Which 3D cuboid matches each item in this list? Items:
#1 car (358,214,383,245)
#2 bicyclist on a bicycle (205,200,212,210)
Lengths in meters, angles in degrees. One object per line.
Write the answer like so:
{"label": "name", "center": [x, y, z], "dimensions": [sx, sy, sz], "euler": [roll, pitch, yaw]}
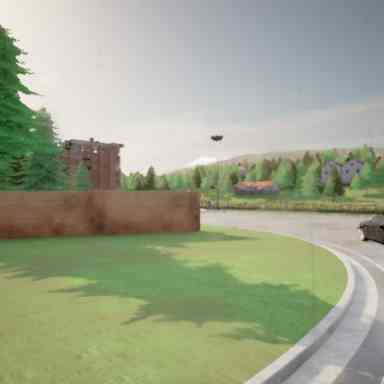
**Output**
{"label": "car", "center": [8.989, 1.660, 14.663], "dimensions": [1.882, 1.535, 5.008], "euler": [0, -1, 8]}
{"label": "bicyclist on a bicycle", "center": [2.724, 2.090, 54.859], "dimensions": [1.656, 1.620, 0.582], "euler": [0, -1, -42]}
